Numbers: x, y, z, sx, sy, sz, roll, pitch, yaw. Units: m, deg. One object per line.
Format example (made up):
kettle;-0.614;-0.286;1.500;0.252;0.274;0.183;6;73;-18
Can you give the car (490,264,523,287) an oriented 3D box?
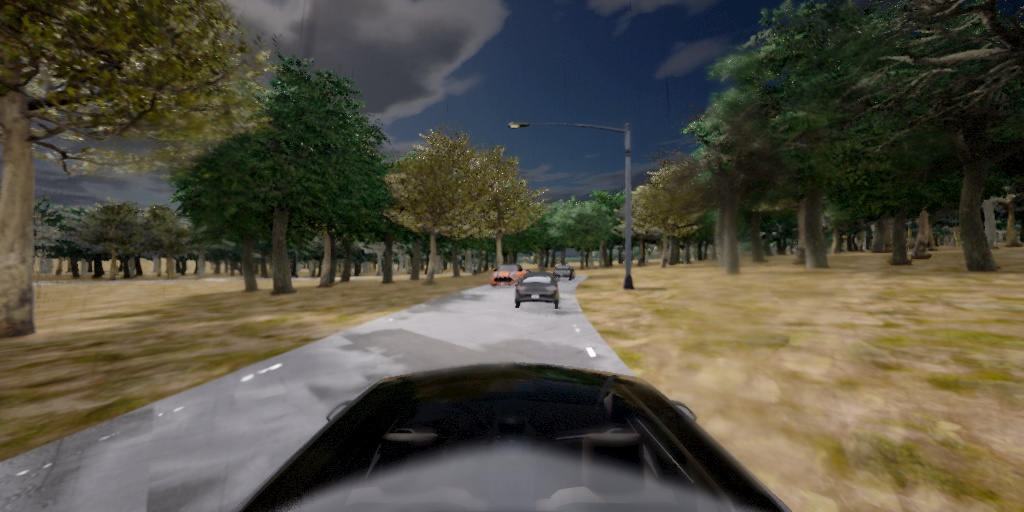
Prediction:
car;-0.204;1.392;27.250;2.097;1.767;4.553;0;-1;12

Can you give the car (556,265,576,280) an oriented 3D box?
car;5.367;1.649;36.403;2.128;1.511;4.902;0;-1;15

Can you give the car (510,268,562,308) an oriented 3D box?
car;1.205;1.445;16.246;1.812;1.442;4.674;0;-1;7
